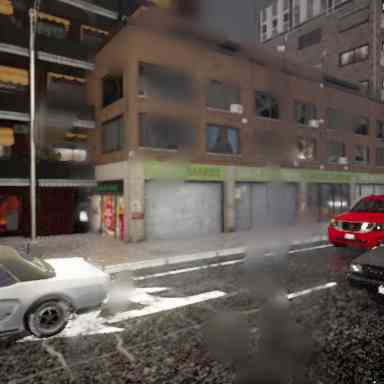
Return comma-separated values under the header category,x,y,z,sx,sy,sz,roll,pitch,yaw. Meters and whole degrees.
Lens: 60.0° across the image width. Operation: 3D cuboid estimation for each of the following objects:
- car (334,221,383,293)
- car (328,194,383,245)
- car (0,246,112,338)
category,x,y,z,sx,sy,sz,roll,pitch,yaw
car,5.892,1.493,7.903,5.357,1.411,2.033,0,0,-36
car,7.745,1.134,13.219,5.566,2.045,2.150,-1,1,-36
car,-3.802,1.604,5.112,4.718,1.301,1.895,0,0,-33
